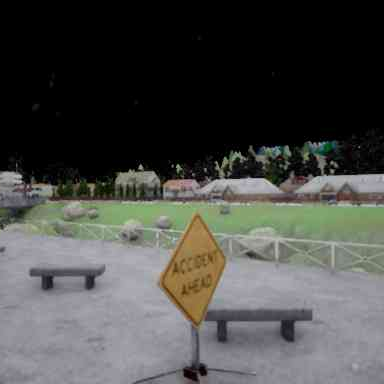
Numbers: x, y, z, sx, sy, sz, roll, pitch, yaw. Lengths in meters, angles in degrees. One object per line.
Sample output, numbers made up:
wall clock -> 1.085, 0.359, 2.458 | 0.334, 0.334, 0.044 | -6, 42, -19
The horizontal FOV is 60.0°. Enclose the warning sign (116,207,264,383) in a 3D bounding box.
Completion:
warning sign -> 0.029, 1.134, 3.664 | 1.060, 1.860, 1.300 | -1, 0, 35
